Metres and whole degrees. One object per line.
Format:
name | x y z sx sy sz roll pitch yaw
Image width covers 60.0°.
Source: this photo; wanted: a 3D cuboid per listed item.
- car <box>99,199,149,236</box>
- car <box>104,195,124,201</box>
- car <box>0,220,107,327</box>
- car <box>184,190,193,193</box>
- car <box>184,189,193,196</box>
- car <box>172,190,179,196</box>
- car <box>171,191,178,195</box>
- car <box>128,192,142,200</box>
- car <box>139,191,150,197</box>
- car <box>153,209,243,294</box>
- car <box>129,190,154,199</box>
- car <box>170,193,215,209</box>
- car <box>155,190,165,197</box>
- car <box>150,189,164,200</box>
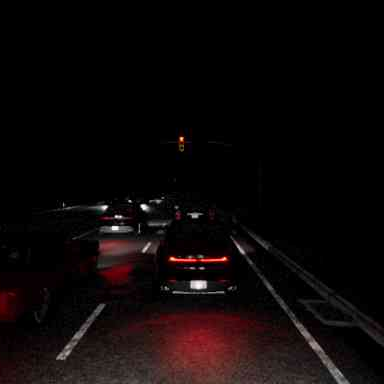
car | -3.358 1.305 16.952 1.837 1.490 4.892 0 1 0
car | -10.507 1.039 45.063 1.895 1.301 4.718 0 1 0
car | -3.383 1.531 6.889 1.895 1.301 4.718 0 1 0
car | -0.371 0.572 75.310 1.812 1.442 4.674 0 1 -2
car | -0.835 0.180 85.423 2.097 1.767 4.553 0 1 -3
car | -4.332 0.352 85.264 1.812 1.442 4.674 0 1 -3
car | -3.870 0.566 75.220 1.812 1.442 4.674 0 1 -2
car | -10.607 0.723 62.127 1.837 1.490 4.892 0 1 -1
car | -10.981 0.392 77.892 2.033 1.411 5.357 0 1 -2
car | 0.121 1.414 8.488 1.837 1.490 4.892 0 1 0
car | -7.004 0.920 45.659 2.128 1.511 4.902 0 1 1
car | 0.142 1.144 17.607 2.097 1.767 4.553 0 1 0
car | -7.508 0.337 78.618 2.033 1.411 5.357 0 1 -2
car | -7.113 0.432 62.883 2.150 2.045 5.566 0 0 -1
